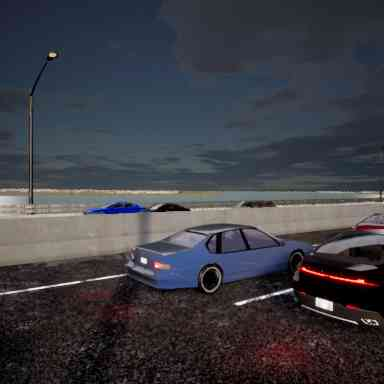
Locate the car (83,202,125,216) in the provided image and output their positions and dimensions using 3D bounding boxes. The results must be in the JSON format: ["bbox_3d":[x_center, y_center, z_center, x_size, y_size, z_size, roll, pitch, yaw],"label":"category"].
[{"bbox_3d":[-5.831,1.480,25.622,5.008,1.535,1.882,0,0,-35],"label":"car"}]

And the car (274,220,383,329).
[{"bbox_3d":[4.032,1.506,6.621,4.892,1.490,1.837,0,0,-36],"label":"car"}]

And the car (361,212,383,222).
[{"bbox_3d":[8.593,1.566,14.153,4.181,1.385,1.994,0,0,-36],"label":"car"}]

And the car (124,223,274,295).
[{"bbox_3d":[0.979,1.549,8.739,5.357,1.411,2.033,0,0,-36],"label":"car"}]

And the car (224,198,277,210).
[{"bbox_3d":[4.208,1.355,24.159,4.553,1.767,2.097,0,0,-35],"label":"car"}]

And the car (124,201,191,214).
[{"bbox_3d":[-2.152,1.528,23.958,4.674,1.442,1.812,0,0,-35],"label":"car"}]
